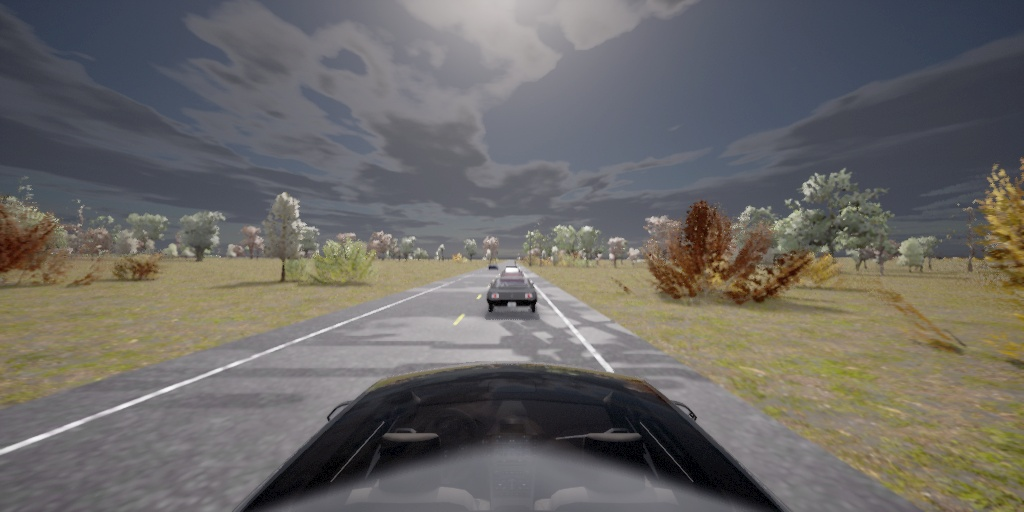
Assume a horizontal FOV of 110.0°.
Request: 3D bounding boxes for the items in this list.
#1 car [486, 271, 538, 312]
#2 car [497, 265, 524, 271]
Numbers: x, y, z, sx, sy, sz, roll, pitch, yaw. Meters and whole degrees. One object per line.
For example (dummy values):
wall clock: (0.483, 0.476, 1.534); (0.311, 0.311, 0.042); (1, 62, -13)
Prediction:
car: (0.019, 1.488, 15.096); (1.895, 1.301, 4.718); (0, -1, 1)
car: (0.019, 1.610, 30.326); (1.994, 1.385, 4.181); (0, -1, 1)
